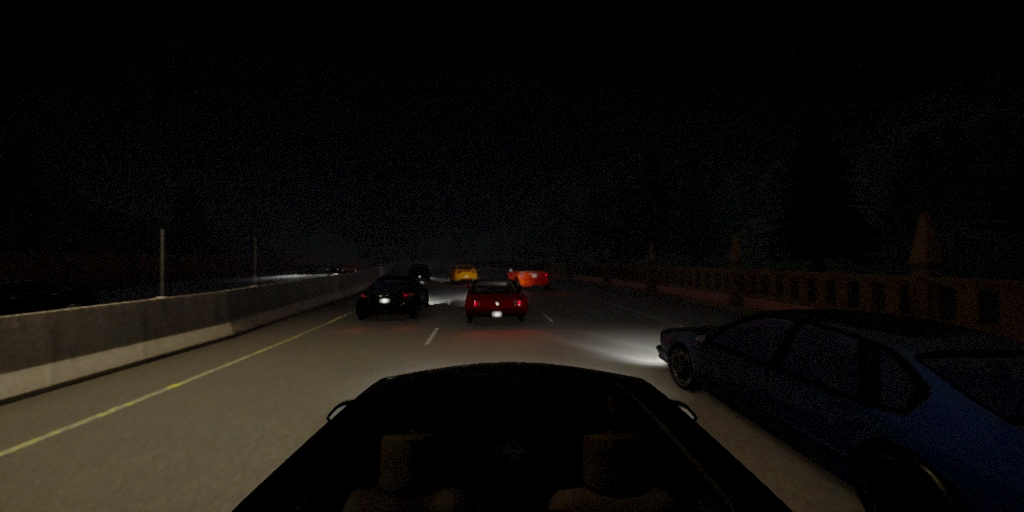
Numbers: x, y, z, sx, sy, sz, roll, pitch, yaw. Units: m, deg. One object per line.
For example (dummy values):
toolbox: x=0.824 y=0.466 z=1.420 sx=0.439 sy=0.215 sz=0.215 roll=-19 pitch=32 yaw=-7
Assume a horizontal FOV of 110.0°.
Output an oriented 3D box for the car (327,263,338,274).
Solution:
car: x=-24.985 y=1.726 z=51.029 sx=1.837 sy=1.490 sz=4.892 roll=0 pitch=0 yaw=-16

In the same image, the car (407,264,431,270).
car: x=-8.532 y=1.519 z=32.967 sx=1.837 sy=1.490 sz=4.892 roll=0 pitch=0 yaw=-16

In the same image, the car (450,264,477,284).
car: x=-4.176 y=1.453 z=30.348 sx=1.882 sy=1.535 sz=5.008 roll=0 pitch=0 yaw=-15

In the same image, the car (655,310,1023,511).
car: x=3.479 y=1.296 z=3.791 sx=2.033 sy=1.411 sz=5.357 roll=0 pitch=0 yaw=-2

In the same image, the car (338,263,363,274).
car: x=-18.680 y=1.606 z=42.071 sx=1.882 sy=1.535 sz=5.008 roll=0 pitch=0 yaw=-16

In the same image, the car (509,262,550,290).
car: x=0.960 y=1.258 z=24.074 sx=2.097 sy=1.767 sz=4.553 roll=0 pitch=0 yaw=-12

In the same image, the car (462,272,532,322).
car: x=-0.664 y=1.433 z=12.724 sx=1.895 sy=1.301 sz=4.718 roll=0 pitch=0 yaw=-6

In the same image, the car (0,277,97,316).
car: x=-14.647 y=1.383 z=9.916 sx=1.837 sy=1.490 sz=4.892 roll=0 pitch=0 yaw=-6

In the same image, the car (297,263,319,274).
car: x=-28.259 y=1.720 z=49.760 sx=2.128 sy=1.511 sz=4.902 roll=0 pitch=0 yaw=-16

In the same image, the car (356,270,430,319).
car: x=-4.317 y=1.419 z=13.472 sx=1.994 sy=1.385 sz=4.181 roll=0 pitch=0 yaw=-7
